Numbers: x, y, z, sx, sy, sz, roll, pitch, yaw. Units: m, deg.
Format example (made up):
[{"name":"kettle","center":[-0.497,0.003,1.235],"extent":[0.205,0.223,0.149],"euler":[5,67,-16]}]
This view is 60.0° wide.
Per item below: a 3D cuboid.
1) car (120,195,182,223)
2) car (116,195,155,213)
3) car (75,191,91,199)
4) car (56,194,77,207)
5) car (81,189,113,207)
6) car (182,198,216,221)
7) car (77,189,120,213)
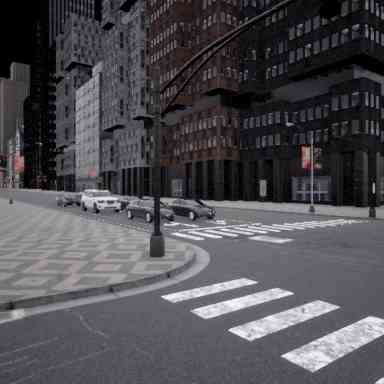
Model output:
[{"name":"car","center":[-2.976,1.242,23.322],"extent":[1.837,1.490,4.892],"euler":[0,1,-36]},{"name":"car","center":[-5.650,1.110,32.593],"extent":[1.837,1.490,4.892],"euler":[0,1,-36]},{"name":"car","center":[-21.797,0.567,66.443],"extent":[1.812,1.442,4.674],"euler":[0,1,-36]},{"name":"car","center":[-14.869,0.993,39.834],"extent":[2.033,1.411,5.357],"euler":[0,1,-36]},{"name":"car","center":[-11.794,0.674,41.136],"extent":[2.150,2.045,5.566],"euler":[0,1,-35]},{"name":"car","center":[-0.211,1.242,25.001],"extent":[1.837,1.490,4.892],"euler":[0,1,-38]},{"name":"car","center":[-8.660,0.821,31.209],"extent":[2.150,2.045,5.566],"euler":[0,1,-36]}]
